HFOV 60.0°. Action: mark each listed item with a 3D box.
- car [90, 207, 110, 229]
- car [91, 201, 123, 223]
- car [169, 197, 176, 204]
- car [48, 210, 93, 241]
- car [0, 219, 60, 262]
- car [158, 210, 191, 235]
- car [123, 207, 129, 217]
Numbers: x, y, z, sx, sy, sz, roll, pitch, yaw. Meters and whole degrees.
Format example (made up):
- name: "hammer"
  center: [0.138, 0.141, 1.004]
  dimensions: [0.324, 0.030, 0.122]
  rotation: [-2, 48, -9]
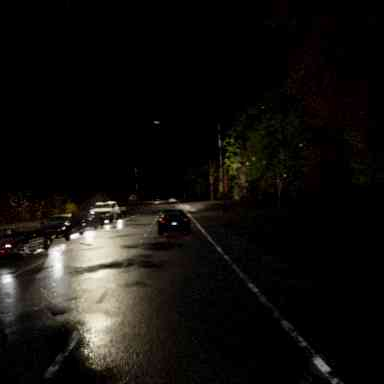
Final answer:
- name: "car"
  center: [-8.458, 2.304, 27.232]
  dimensions: [1.994, 1.385, 4.181]
  rotation: [-3, 0, -2]
- name: "car"
  center: [-8.821, 2.035, 33.663]
  dimensions: [2.150, 2.045, 5.566]
  rotation: [-3, 0, -2]
- name: "car"
  center: [-5.186, 2.611, 89.825]
  dimensions: [1.895, 1.301, 4.718]
  rotation: [-3, 0, -3]
- name: "car"
  center: [-8.122, 2.159, 20.831]
  dimensions: [2.128, 1.511, 4.902]
  rotation: [-3, 0, -3]
- name: "car"
  center: [-7.766, 2.196, 14.671]
  dimensions: [1.895, 1.301, 4.718]
  rotation: [-3, 0, -3]
- name: "car"
  center: [-1.141, 1.808, 21.000]
  dimensions: [1.994, 1.385, 4.181]
  rotation: [-3, 0, -3]
- name: "car"
  center: [-8.935, 2.472, 40.029]
  dimensions: [1.895, 1.301, 4.718]
  rotation: [-3, 0, 0]
